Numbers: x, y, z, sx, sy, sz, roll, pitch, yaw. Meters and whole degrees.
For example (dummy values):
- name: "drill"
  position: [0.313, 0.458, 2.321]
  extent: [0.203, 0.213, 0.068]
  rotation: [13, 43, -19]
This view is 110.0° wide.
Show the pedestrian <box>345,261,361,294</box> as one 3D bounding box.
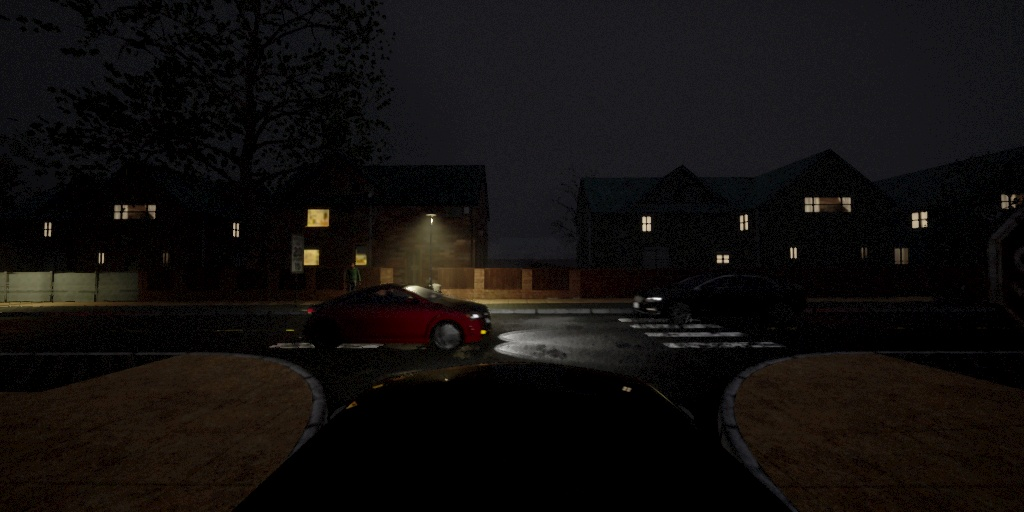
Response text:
- name: "pedestrian"
  position: [-6.494, 1.113, 14.575]
  extent: [0.375, 1.860, 0.375]
  rotation: [0, -1, 2]

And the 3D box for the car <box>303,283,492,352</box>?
- name: "car"
  position: [-2.582, 1.355, 8.589]
  extent: [4.181, 1.385, 1.994]
  rotation: [0, -1, 2]

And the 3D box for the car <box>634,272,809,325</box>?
- name: "car"
  position: [6.397, 1.269, 11.294]
  extent: [4.902, 1.511, 2.128]
  rotation: [-1, -1, 2]
